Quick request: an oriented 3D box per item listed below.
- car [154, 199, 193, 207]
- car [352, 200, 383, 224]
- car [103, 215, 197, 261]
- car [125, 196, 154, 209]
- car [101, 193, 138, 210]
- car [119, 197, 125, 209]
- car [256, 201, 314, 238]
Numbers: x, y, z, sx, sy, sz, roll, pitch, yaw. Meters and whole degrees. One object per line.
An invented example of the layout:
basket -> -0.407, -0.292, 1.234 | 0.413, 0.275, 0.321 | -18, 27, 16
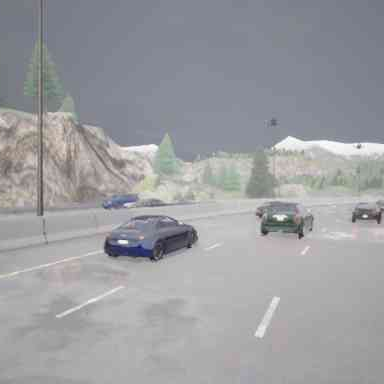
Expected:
car -> -1.556, 1.512, 34.782 | 1.812, 1.442, 4.674 | 0, 0, 32
car -> 13.157, 1.518, 24.916 | 1.812, 1.442, 4.674 | 0, 0, 31
car -> -1.369, 1.559, 12.402 | 1.994, 1.385, 4.181 | 0, 0, 24
car -> -4.697, 1.491, 36.339 | 1.837, 1.490, 4.892 | 0, 0, 32
car -> -8.998, 1.204, 42.642 | 2.150, 2.045, 5.566 | 0, 0, 33
car -> -6.162, 1.584, 40.578 | 1.895, 1.301, 4.718 | 0, 0, 33
car -> 5.290, 1.346, 18.111 | 2.097, 1.767, 4.553 | 0, 0, 27
